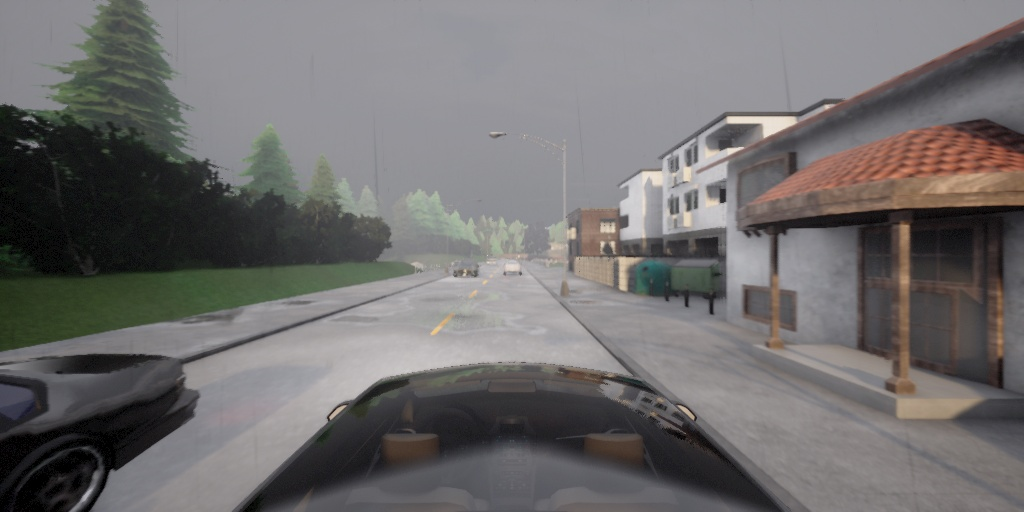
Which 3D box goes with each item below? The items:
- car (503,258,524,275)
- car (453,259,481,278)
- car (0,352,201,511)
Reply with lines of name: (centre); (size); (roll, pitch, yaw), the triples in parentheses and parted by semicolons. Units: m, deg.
car: (0.072, 1.253, 39.422); (1.812, 1.442, 4.674); (0, 0, 0)
car: (-4.115, 1.081, 33.209); (2.097, 1.767, 4.553); (0, 0, 0)
car: (-4.101, 1.297, 1.225); (2.033, 1.411, 5.357); (0, 0, 0)
